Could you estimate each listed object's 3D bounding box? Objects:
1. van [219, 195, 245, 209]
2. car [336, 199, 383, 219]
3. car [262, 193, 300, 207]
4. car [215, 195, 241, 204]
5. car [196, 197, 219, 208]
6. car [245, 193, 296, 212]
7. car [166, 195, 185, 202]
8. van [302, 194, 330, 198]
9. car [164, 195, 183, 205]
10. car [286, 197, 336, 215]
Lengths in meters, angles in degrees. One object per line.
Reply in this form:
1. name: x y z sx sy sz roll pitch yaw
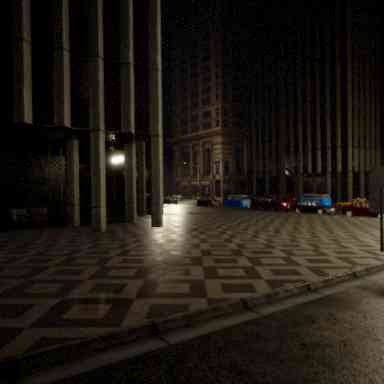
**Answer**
1. van: 5.671 1.287 42.361 1.690 1.788 3.998 -1 1 -36
2. car: 15.365 1.559 28.915 1.887 1.381 4.507 -1 1 -36
3. car: 12.600 1.121 47.336 2.192 1.841 5.009 -1 1 -36
4. car: 6.046 1.287 56.442 1.752 1.417 4.829 -1 1 -36
5. car: 2.442 1.364 46.843 1.967 1.590 4.097 -1 1 -36
6. car: 8.902 1.283 37.878 2.192 1.841 5.009 -1 1 -36
7. car: -3.540 1.248 69.755 2.008 1.369 4.403 -1 1 -36
8. van: 15.830 1.169 42.852 1.690 1.788 3.998 -1 1 -36
9. car: -4.019 1.432 55.810 2.008 1.369 4.403 -1 1 -36
10. car: 12.134 1.542 33.398 2.008 1.369 4.403 -1 1 -36
